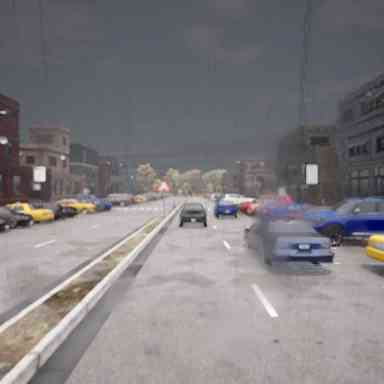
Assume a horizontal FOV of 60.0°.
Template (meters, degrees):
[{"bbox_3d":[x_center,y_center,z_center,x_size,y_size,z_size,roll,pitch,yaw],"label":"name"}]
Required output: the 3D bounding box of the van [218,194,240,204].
[{"bbox_3d":[7.715,1.438,69.963,4.442,1.987,1.878,0,0,0],"label":"van"}]

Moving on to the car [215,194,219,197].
[{"bbox_3d":[7.633,1.403,61.689,5.566,2.045,2.435,0,0,0],"label":"car"}]

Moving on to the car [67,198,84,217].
[{"bbox_3d":[-12.636,1.542,29.449,5.008,1.535,2.097,0,0,0],"label":"car"}]

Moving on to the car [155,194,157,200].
[{"bbox_3d":[-12.613,1.682,87.932,4.892,1.521,2.231,0,0,0],"label":"car"}]

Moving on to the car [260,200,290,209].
[{"bbox_3d":[7.626,1.534,23.079,5.008,1.535,2.097,0,0,0],"label":"car"}]

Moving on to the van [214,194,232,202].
[{"bbox_3d":[7.705,1.465,83.748,4.442,1.987,1.878,0,0,0],"label":"van"}]

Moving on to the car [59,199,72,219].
[{"bbox_3d":[-12.668,1.563,26.793,4.792,1.488,2.163,0,0,0],"label":"car"}]

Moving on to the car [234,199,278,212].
[{"bbox_3d":[7.590,1.633,39.625,4.792,1.488,2.163,0,0,0],"label":"car"}]

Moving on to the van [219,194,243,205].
[{"bbox_3d":[7.486,1.432,64.447,4.442,1.987,1.878,0,0,0],"label":"van"}]

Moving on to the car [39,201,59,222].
[{"bbox_3d":[-12.833,1.522,24.016,5.366,1.575,1.946,0,0,0],"label":"car"}]

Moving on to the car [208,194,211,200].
[{"bbox_3d":[7.615,1.448,86.506,5.566,2.045,2.435,0,0,0],"label":"car"}]

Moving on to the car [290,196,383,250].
[{"bbox_3d":[7.609,1.253,14.808,5.566,2.045,2.435,0,0,0],"label":"car"}]

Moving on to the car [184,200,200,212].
[{"bbox_3d":[0.061,1.731,41.849,1.895,1.301,4.718,0,0,0],"label":"car"}]

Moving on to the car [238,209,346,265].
[{"bbox_3d":[3.099,1.564,11.708,2.033,1.411,5.357,0,0,0],"label":"car"}]

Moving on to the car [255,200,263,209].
[{"bbox_3d":[7.627,1.586,25.836,4.674,1.452,2.002,0,0,0],"label":"car"}]

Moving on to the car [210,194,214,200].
[{"bbox_3d":[7.409,1.669,75.476,5.366,1.575,1.946,0,0,0],"label":"car"}]

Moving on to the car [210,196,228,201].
[{"bbox_3d":[7.610,1.761,94.775,4.792,1.488,2.163,0,0,0],"label":"car"}]

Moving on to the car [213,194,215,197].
[{"bbox_3d":[7.594,1.708,72.719,4.674,1.452,2.002,0,0,0],"label":"car"}]

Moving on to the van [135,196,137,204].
[{"bbox_3d":[-12.737,1.392,60.140,4.442,1.987,1.878,0,0,0],"label":"van"}]

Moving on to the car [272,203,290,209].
[{"bbox_3d":[7.636,1.563,20.321,4.674,1.452,2.002,0,0,0],"label":"car"}]

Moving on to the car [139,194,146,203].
[{"bbox_3d":[-12.435,1.624,65.699,5.366,1.575,1.946,0,0,0],"label":"car"}]

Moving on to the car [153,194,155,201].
[{"bbox_3d":[-12.616,1.710,85.153,4.674,1.452,2.002,0,0,0],"label":"car"}]

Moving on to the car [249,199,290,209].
[{"bbox_3d":[7.624,1.599,28.724,4.674,1.452,2.002,0,0,0],"label":"car"}]

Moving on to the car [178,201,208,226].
[{"bbox_3d":[0.092,1.562,23.809,1.837,1.490,4.892,0,0,0],"label":"car"}]

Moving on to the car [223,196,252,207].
[{"bbox_3d":[7.639,1.521,56.049,4.553,1.767,2.185,0,0,0],"label":"car"}]

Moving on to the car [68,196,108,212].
[{"bbox_3d":[-12.616,1.567,37.904,4.892,1.521,2.231,0,0,0],"label":"car"}]

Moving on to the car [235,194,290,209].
[{"bbox_3d":[7.595,1.330,34.110,5.566,2.045,2.435,0,0,0],"label":"car"}]

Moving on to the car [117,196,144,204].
[{"bbox_3d":[-12.615,1.631,68.478,5.008,1.535,2.097,0,0,0],"label":"car"}]

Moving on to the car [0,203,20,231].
[{"bbox_3d":[-12.637,1.539,18.458,4.792,1.488,2.163,0,0,0],"label":"car"}]

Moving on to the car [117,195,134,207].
[{"bbox_3d":[-12.615,1.607,54.581,4.892,1.521,2.231,0,0,0],"label":"car"}]

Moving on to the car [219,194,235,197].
[{"bbox_3d":[7.638,1.391,53.414,5.566,2.045,2.435,0,0,0],"label":"car"}]

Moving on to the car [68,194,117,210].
[{"bbox_3d":[-12.594,1.323,40.683,5.566,2.045,2.435,0,0,0],"label":"car"}]

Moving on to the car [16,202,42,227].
[{"bbox_3d":[-12.627,1.547,21.235,4.792,1.488,2.163,0,0,0],"label":"car"}]

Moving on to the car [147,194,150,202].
[{"bbox_3d":[-12.615,1.641,74.039,5.008,1.535,2.097,0,0,0],"label":"car"}]

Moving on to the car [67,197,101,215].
[{"bbox_3d":[-12.628,1.558,35.124,5.008,1.535,2.097,0,0,0],"label":"car"}]

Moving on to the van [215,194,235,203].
[{"bbox_3d":[7.709,1.451,78.236,4.442,1.987,1.878,0,0,0],"label":"van"}]

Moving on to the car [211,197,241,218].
[{"bbox_3d":[3.085,1.568,31.519,1.882,1.535,5.008,0,0,0],"label":"car"}]

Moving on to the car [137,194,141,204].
[{"bbox_3d":[-12.623,1.662,62.919,4.674,1.452,2.002,0,0,0],"label":"car"}]

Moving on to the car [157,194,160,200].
[{"bbox_3d":[-12.590,1.453,93.491,5.566,2.045,2.435,0,0,0],"label":"car"}]

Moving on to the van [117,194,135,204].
[{"bbox_3d":[-12.738,1.386,57.361,4.442,1.987,1.878,0,0,0],"label":"van"}]
